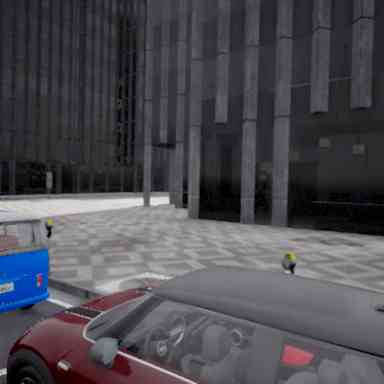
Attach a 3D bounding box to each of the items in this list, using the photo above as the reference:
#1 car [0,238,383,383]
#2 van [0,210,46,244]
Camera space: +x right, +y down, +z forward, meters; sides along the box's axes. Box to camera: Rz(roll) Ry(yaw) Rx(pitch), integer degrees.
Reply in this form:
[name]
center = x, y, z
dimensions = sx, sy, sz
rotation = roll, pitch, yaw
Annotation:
[car]
center = 0.180, 1.403, 2.852
dimensions = 4.097, 1.590, 1.967
rotation = 2, 1, 36
[van]
center = -4.306, 1.163, 6.068
dimensions = 3.998, 1.788, 1.690
rotation = 2, 1, 36
